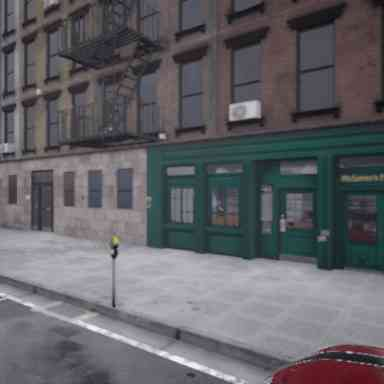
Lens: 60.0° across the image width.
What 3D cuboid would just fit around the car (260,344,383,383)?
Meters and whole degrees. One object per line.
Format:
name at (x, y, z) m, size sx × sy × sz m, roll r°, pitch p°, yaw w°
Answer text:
car at (2.018, 1.440, 1.369) m, size 4.097 × 1.590 × 1.967 m, roll 0°, pitch 0°, yaw 36°
